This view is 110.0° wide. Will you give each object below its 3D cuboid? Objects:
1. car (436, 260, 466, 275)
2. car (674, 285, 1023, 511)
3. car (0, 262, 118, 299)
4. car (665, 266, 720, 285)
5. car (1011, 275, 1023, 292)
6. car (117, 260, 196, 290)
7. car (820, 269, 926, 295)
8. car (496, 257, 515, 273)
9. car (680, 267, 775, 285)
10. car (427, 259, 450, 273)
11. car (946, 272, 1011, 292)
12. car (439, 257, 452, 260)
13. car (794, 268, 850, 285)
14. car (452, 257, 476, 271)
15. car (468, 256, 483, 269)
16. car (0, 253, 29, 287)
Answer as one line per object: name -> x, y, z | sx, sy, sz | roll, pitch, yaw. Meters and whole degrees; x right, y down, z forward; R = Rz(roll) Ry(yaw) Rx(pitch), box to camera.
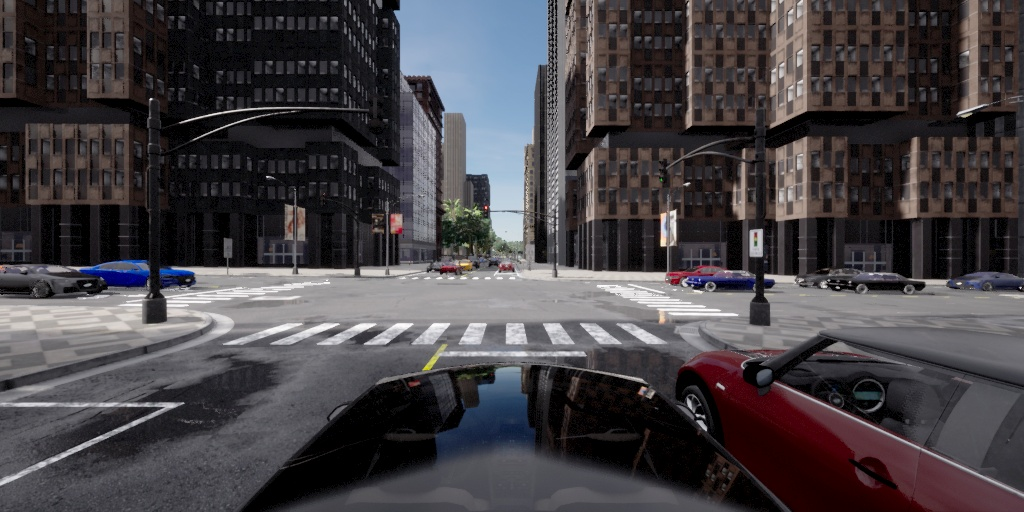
car -> -6.482, 1.347, 38.539 | 1.895, 1.301, 4.718 | 0, 0, 1
car -> 2.763, 1.190, 2.378 | 1.967, 1.591, 4.097 | 0, 0, 0
car -> -20.412, 1.058, 15.561 | 4.181, 1.385, 1.994 | 1, 0, 0
car -> 13.631, 1.444, 25.733 | 5.008, 1.535, 1.882 | 1, 0, 0
car -> 35.369, 1.790, 22.605 | 4.892, 1.490, 1.837 | 1, 0, 0
car -> -19.536, 0.980, 18.828 | 5.008, 1.535, 1.882 | 1, 0, -1
car -> 22.681, 1.702, 22.535 | 4.718, 1.301, 1.895 | 1, 0, 0
car -> -0.629, 1.198, 43.768 | 1.967, 1.591, 4.097 | 0, 0, 0
car -> 13.514, 1.569, 22.476 | 4.718, 1.301, 1.895 | 1, 0, 0
car -> -9.154, 1.323, 43.711 | 1.948, 1.339, 4.313 | 0, 0, 0
car -> 34.234, 1.829, 25.844 | 4.181, 1.385, 1.994 | 1, 0, 0
car -> -9.192, 1.084, 49.136 | 2.192, 1.841, 5.009 | 0, 0, 0
car -> 23.121, 1.608, 25.786 | 4.892, 1.490, 1.837 | 1, 0, 0
car -> -6.522, 1.247, 48.933 | 1.882, 1.535, 5.008 | 0, 0, 0
car -> -6.588, 1.014, 59.272 | 2.150, 2.045, 5.566 | 0, 0, 0
car -> -28.950, 0.722, 18.755 | 4.553, 1.767, 2.097 | 1, 0, 0
